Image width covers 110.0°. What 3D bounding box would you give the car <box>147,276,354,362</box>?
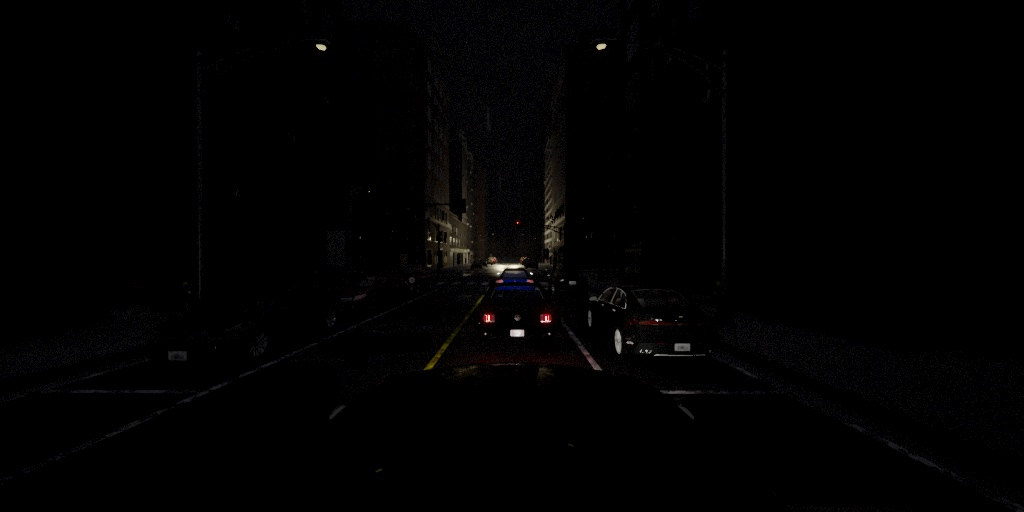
[{"bbox_3d":[-5.648,1.316,8.243,1.948,1.339,4.313,0,0,0],"label":"car"}]

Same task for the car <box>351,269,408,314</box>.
[{"bbox_3d":[-5.631,1.332,13.744,1.802,1.307,4.207,0,0,0],"label":"car"}]

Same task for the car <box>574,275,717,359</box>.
[{"bbox_3d":[2.877,1.300,8.215,2.007,1.370,4.403,0,0,0],"label":"car"}]

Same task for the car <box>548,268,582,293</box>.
[{"bbox_3d":[2.913,1.316,19.218,1.948,1.339,4.313,0,0,0],"label":"car"}]

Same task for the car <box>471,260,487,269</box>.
[{"bbox_3d":[-5.457,1.368,56.347,1.802,1.307,4.207,0,0,0],"label":"car"}]

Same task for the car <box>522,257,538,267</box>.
[{"bbox_3d":[3.069,1.225,56.306,1.967,1.591,4.097,0,0,0],"label":"car"}]

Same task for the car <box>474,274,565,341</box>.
[{"bbox_3d":[0.121,1.351,9.840,1.895,1.301,4.718,0,0,0],"label":"car"}]

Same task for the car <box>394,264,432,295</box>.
[{"bbox_3d":[-5.612,1.190,19.246,1.967,1.591,4.097,0,0,0],"label":"car"}]

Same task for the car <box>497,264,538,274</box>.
[{"bbox_3d":[0.151,1.314,18.600,1.994,1.385,4.181,0,0,1],"label":"car"}]
